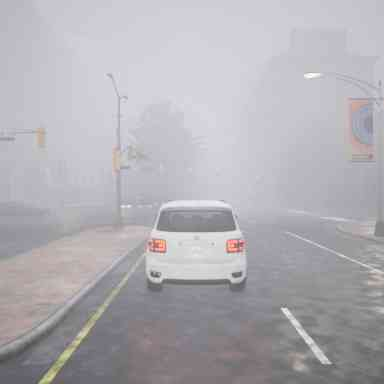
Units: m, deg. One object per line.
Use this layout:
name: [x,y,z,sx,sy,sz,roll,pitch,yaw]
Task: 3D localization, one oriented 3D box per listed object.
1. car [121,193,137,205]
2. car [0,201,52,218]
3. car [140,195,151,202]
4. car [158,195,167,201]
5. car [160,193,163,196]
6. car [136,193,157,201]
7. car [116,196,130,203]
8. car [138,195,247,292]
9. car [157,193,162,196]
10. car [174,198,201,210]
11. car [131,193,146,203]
car: [-11.326,1.498,59.771,2.128,1.511,4.902,0,0,1]
car: [-15.340,1.550,29.285,5.357,1.411,2.033,0,0,0]
car: [-11.175,1.534,80.128,2.128,1.511,4.902,0,0,0]
car: [-7.649,1.562,86.304,1.994,1.385,4.181,0,0,0]
car: [-7.690,1.233,76.488,2.150,2.045,5.566,0,0,0]
car: [-7.845,1.358,57.988,2.097,1.767,4.553,0,0,0]
car: [-14.467,1.602,69.822,1.895,1.301,4.718,0,0,0]
car: [0.108,1.222,9.099,2.150,2.045,5.566,0,0,1]
car: [-7.753,1.533,66.872,1.812,1.442,4.674,0,0,1]
car: [-0.488,1.552,45.169,2.033,1.411,5.357,0,0,19]
car: [-11.218,1.232,69.690,2.150,2.045,5.566,0,0,0]
